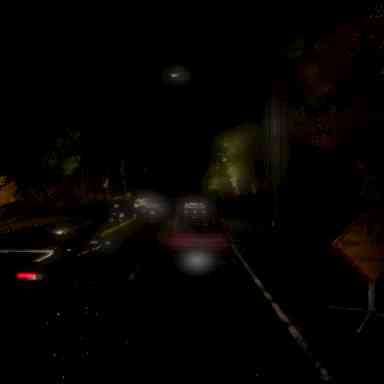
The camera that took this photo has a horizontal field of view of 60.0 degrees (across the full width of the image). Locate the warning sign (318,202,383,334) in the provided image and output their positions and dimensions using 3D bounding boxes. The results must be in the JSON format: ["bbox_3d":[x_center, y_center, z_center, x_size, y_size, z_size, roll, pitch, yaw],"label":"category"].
[{"bbox_3d":[2.874,1.117,5.320,1.300,1.860,1.060,0,1,0],"label":"warning sign"}]

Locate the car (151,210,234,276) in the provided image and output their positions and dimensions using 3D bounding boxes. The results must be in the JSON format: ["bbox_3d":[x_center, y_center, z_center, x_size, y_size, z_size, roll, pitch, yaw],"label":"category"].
[{"bbox_3d":[0.159,1.481,10.264,2.128,1.511,4.902,0,-2,1],"label":"car"}]

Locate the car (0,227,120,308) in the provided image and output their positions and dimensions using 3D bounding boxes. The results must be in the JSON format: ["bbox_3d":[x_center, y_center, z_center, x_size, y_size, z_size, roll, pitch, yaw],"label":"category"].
[{"bbox_3d":[-3.135,1.516,7.669,2.033,1.411,5.357,0,-3,1],"label":"car"}]

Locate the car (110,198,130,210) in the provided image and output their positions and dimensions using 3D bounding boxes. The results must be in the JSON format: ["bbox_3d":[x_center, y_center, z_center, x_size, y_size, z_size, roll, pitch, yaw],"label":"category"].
[{"bbox_3d":[-9.534,1.624,44.353,2.128,1.511,4.902,-1,0,1],"label":"car"}]

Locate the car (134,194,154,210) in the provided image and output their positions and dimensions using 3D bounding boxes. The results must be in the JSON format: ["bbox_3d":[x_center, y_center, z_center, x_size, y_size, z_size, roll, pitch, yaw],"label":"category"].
[{"bbox_3d":[-6.289,1.318,44.329,2.150,2.045,5.566,-1,0,1],"label":"car"}]

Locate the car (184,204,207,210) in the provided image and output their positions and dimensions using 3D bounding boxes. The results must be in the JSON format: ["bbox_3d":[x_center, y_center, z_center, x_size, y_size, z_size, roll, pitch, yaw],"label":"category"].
[{"bbox_3d":[0.266,1.592,25.925,1.895,1.301,4.718,0,-2,0],"label":"car"}]

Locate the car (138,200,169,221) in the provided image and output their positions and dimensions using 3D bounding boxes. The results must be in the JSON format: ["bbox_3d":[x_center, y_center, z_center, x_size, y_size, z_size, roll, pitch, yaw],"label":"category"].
[{"bbox_3d":[-2.995,1.641,27.916,1.994,1.385,4.181,-1,0,0],"label":"car"}]
